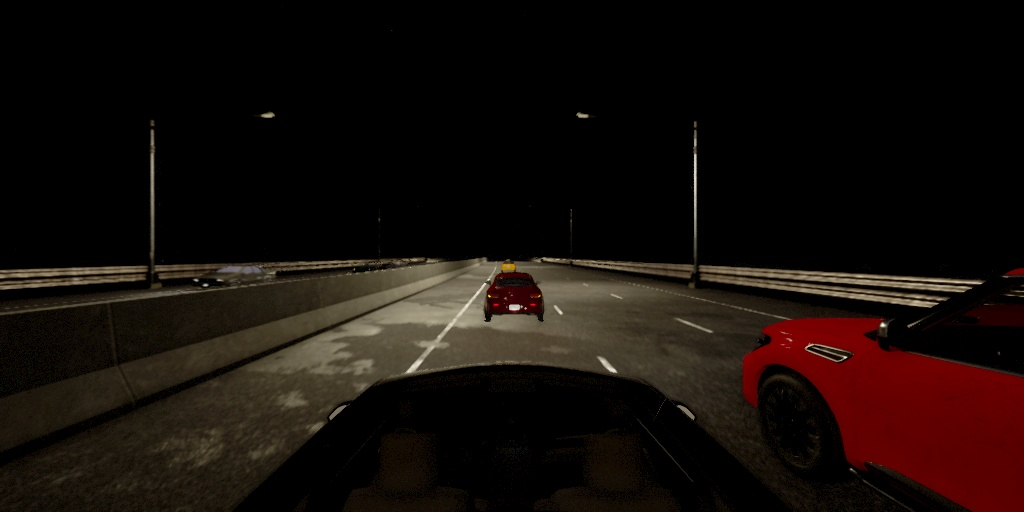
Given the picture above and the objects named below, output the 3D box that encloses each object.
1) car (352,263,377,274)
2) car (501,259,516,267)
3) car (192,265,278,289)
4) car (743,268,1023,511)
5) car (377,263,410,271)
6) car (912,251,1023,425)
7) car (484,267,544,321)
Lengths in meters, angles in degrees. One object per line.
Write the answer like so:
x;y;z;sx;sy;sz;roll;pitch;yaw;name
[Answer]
-14.431;1.348;36.538;1.895;1.301;4.718;0;0;-1;car
-0.431;1.193;44.366;1.801;1.575;5.366;0;0;-1;car
-17.744;1.300;23.391;2.033;1.411;5.357;0;0;-1;car
3.595;0.970;1.531;2.150;2.045;5.566;0;0;0;car
-10.899;1.349;34.258;1.895;1.301;4.718;0;0;-1;car
7.094;0.969;2.616;2.150;2.045;5.566;0;0;0;car
0.057;1.275;12.344;1.812;1.442;4.674;0;0;0;car
